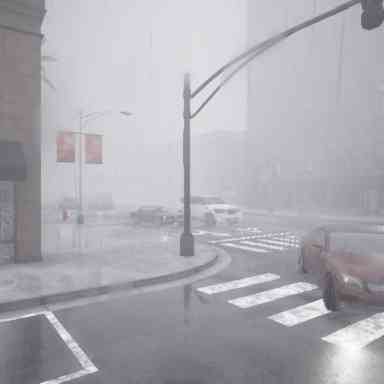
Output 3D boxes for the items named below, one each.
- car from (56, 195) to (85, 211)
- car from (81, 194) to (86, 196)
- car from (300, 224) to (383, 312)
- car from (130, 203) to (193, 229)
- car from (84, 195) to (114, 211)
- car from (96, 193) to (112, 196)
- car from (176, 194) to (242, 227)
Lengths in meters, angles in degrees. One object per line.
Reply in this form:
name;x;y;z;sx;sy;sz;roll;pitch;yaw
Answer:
car;-14.069;1.450;38.222;1.837;1.490;4.892;0;0;-36
car;-21.522;1.244;65.473;2.097;1.767;4.553;0;0;-32
car;3.728;1.527;7.737;1.812;1.442;4.674;1;0;8
car;-2.267;1.576;21.810;1.895;1.301;4.718;0;0;-36
car;-10.780;1.468;39.227;1.812;1.442;4.674;0;0;-36
car;-15.480;1.130;57.180;2.150;2.045;5.566;0;0;-36
car;0.927;1.194;22.936;2.150;2.045;5.566;0;0;-36
